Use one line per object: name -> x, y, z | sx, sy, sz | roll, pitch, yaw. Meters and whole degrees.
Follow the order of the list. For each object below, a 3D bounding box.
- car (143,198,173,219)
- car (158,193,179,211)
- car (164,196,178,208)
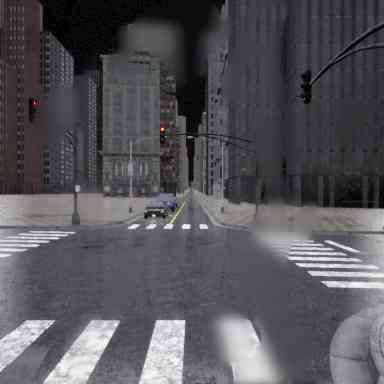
car -> -3.112, 1.548, 29.833 | 2.033, 1.411, 5.357 | 0, 0, 0
car -> -3.113, 1.222, 40.084 | 2.150, 2.045, 5.566 | 0, 0, 0
car -> -3.107, 1.479, 50.531 | 1.882, 1.535, 5.008 | 0, 0, 0
